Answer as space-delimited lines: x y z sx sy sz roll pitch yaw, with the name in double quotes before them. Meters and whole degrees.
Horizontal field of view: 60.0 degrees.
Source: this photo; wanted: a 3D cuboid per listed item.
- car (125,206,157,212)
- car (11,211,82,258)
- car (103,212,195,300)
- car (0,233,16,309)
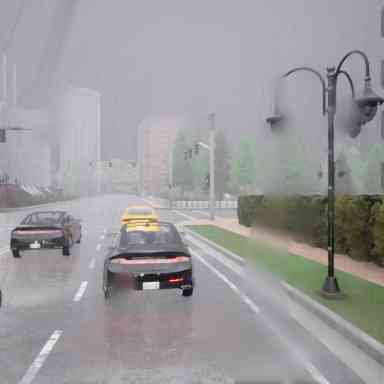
"car" -2.817 1.478 17.794 1.882 1.535 5.008 0 0 -10
"car" -5.450 1.491 12.904 2.128 1.511 4.902 0 0 -12
"car" -1.125 1.492 8.451 2.128 1.511 4.902 0 0 -9
"car" -3.972 1.526 3.761 1.812 1.442 4.674 0 0 -6
